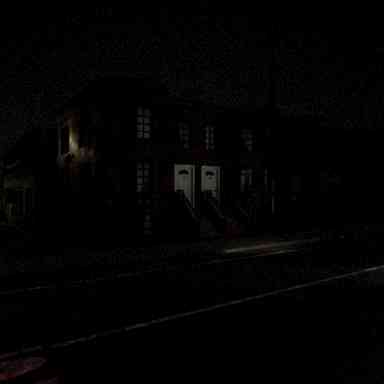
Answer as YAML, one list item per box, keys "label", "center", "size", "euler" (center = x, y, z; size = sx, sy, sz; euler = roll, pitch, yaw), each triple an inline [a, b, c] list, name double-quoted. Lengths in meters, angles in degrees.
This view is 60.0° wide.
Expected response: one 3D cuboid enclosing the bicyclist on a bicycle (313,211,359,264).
- label: "bicyclist on a bicycle"
  center: [4.615, 1.455, 10.785]
  size: [0.582, 1.620, 1.656]
  euler: [0, -2, -34]
